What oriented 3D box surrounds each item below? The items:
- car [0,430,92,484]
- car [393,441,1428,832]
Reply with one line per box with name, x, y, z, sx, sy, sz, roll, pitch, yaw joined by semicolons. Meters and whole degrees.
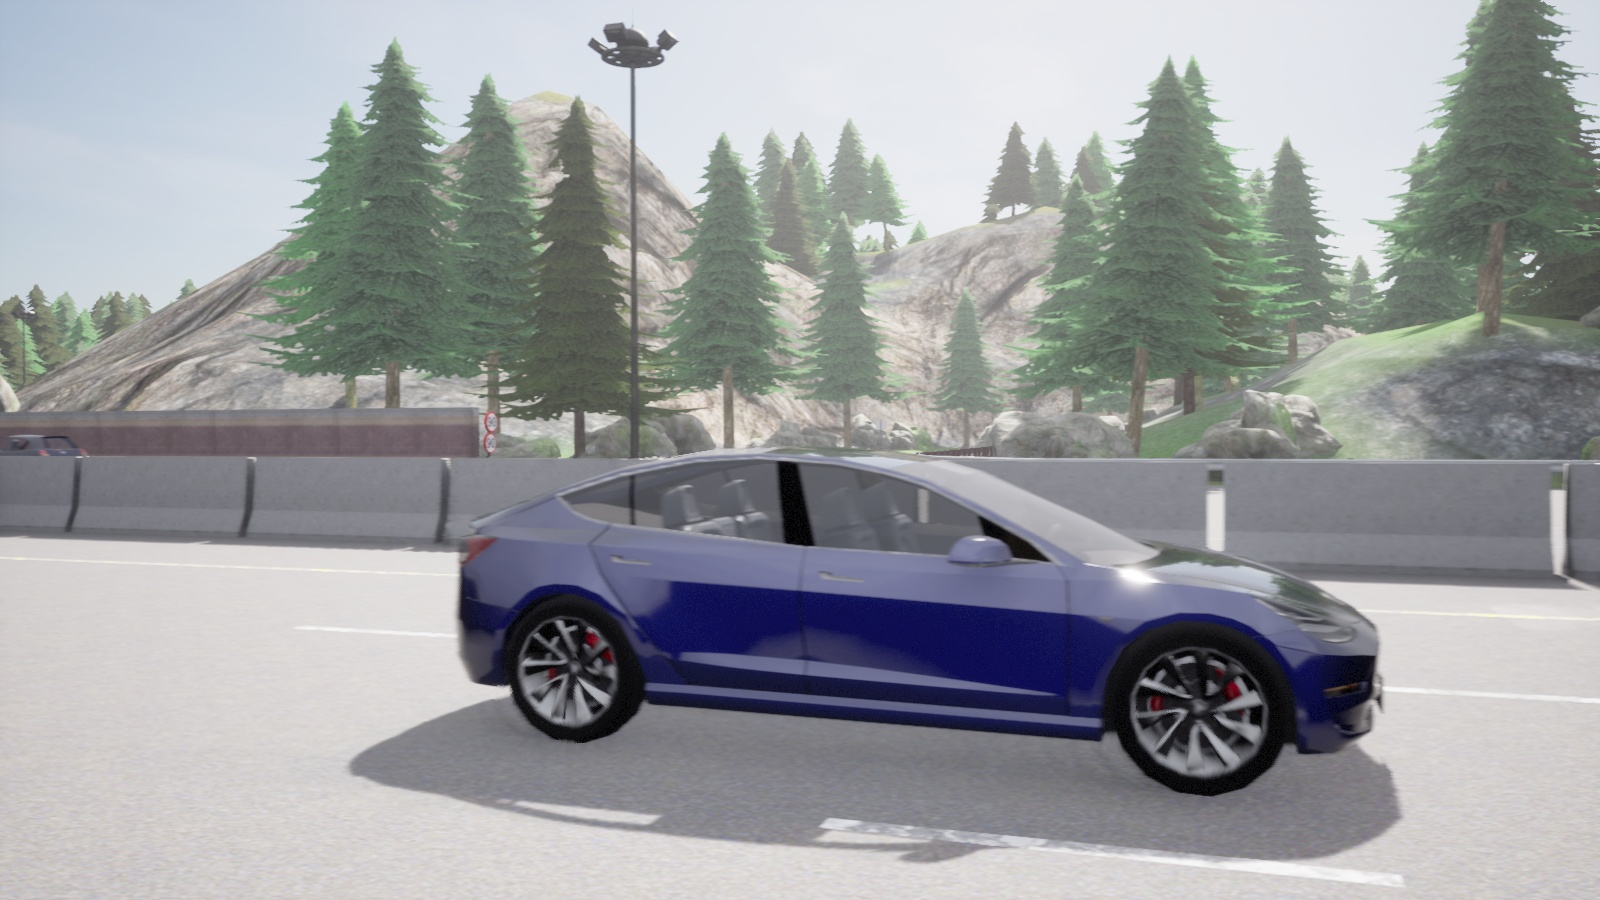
car;-22.896;0.165;36.718;3.633;1.501;1.845;1;1;19
car;0.525;0.721;6.713;4.792;1.488;2.163;1;1;19
